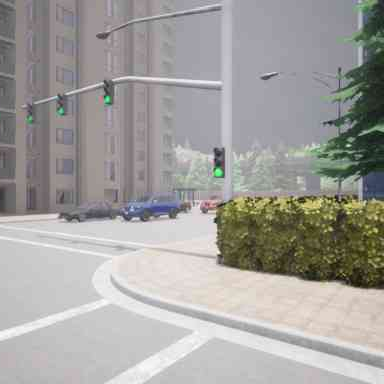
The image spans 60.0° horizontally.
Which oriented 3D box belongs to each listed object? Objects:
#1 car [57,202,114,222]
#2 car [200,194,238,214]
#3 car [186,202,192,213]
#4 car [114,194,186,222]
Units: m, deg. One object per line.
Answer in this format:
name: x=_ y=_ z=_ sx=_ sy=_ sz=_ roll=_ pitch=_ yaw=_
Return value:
car: x=-7.859 y=1.547 z=26.545 sx=2.033 sy=1.411 sz=5.357 roll=0 pitch=0 yaw=36
car: x=3.109 y=1.221 z=35.563 sx=2.150 sy=2.045 sz=5.566 roll=0 pitch=0 yaw=36
car: x=-2.053 y=1.477 z=34.453 sx=1.882 sy=1.535 sz=5.008 roll=0 pitch=0 yaw=36
car: x=-3.237 y=1.221 z=26.930 sx=2.150 sy=2.045 sz=5.566 roll=0 pitch=0 yaw=36
